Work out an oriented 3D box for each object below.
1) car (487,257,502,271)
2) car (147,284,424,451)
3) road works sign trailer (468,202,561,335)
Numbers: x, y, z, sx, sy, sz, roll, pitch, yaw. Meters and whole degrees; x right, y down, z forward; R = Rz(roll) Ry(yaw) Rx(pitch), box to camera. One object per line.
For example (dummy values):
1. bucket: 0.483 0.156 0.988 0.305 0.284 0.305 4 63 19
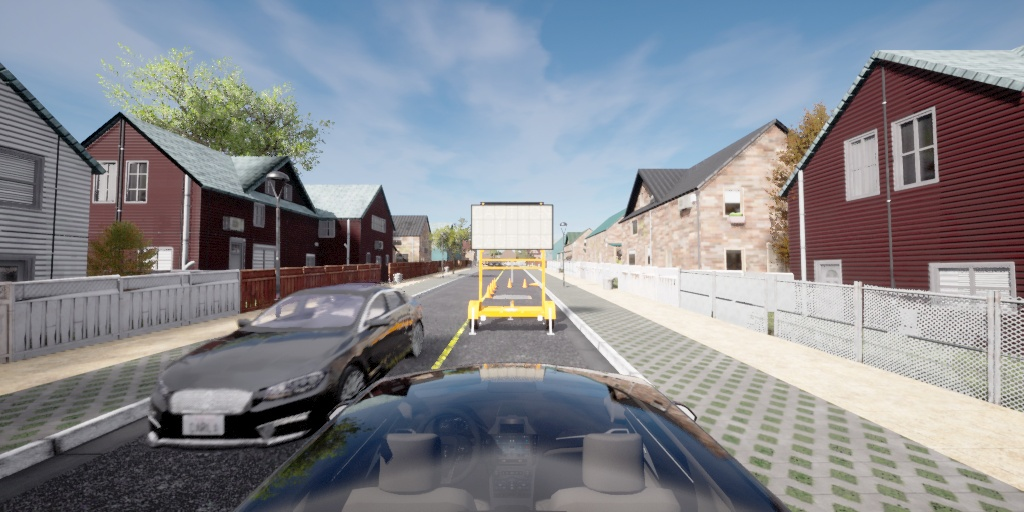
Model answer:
1. car: -2.699 1.242 56.684 2.150 2.045 5.566 0 -1 0
2. car: -2.746 1.245 5.648 2.128 1.511 4.902 0 0 0
3. road works sign trailer: 0.005 0.227 10.558 2.380 3.560 2.880 0 0 1
